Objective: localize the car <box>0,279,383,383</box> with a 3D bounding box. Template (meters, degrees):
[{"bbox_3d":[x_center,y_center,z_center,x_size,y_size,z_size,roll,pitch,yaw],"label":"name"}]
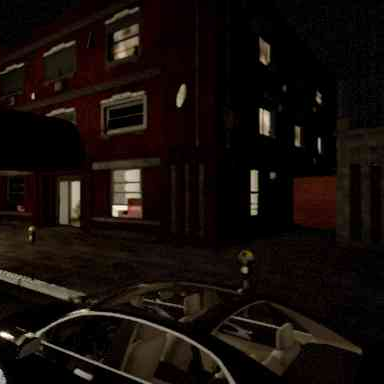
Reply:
[{"bbox_3d":[-0.333,1.550,3.113,4.403,1.369,2.008,0,0,35],"label":"car"}]
